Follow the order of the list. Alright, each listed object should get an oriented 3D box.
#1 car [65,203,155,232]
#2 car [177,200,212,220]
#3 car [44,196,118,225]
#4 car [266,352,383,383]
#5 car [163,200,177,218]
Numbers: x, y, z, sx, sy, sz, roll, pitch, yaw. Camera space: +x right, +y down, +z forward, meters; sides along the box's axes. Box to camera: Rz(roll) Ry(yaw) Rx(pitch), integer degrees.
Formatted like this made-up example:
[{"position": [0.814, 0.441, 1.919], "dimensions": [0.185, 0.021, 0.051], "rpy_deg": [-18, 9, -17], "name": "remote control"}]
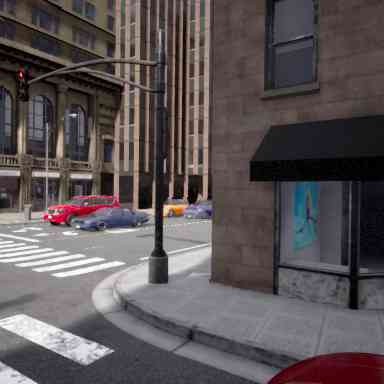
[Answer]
[{"position": [-5.136, 1.659, 21.632], "dimensions": [2.033, 1.411, 5.357], "rpy_deg": [1, 0, 35], "name": "car"}, {"position": [1.084, 1.559, 30.502], "dimensions": [2.097, 1.767, 4.553], "rpy_deg": [1, 0, 35], "name": "car"}, {"position": [-7.600, 1.290, 23.772], "dimensions": [2.150, 2.045, 5.566], "rpy_deg": [1, 0, 35], "name": "car"}, {"position": [2.359, 1.545, 1.291], "dimensions": [4.507, 1.381, 1.887], "rpy_deg": [0, 1, 35], "name": "car"}, {"position": [-1.894, 1.509, 31.915], "dimensions": [2.097, 1.767, 4.553], "rpy_deg": [1, 0, 35], "name": "car"}]
